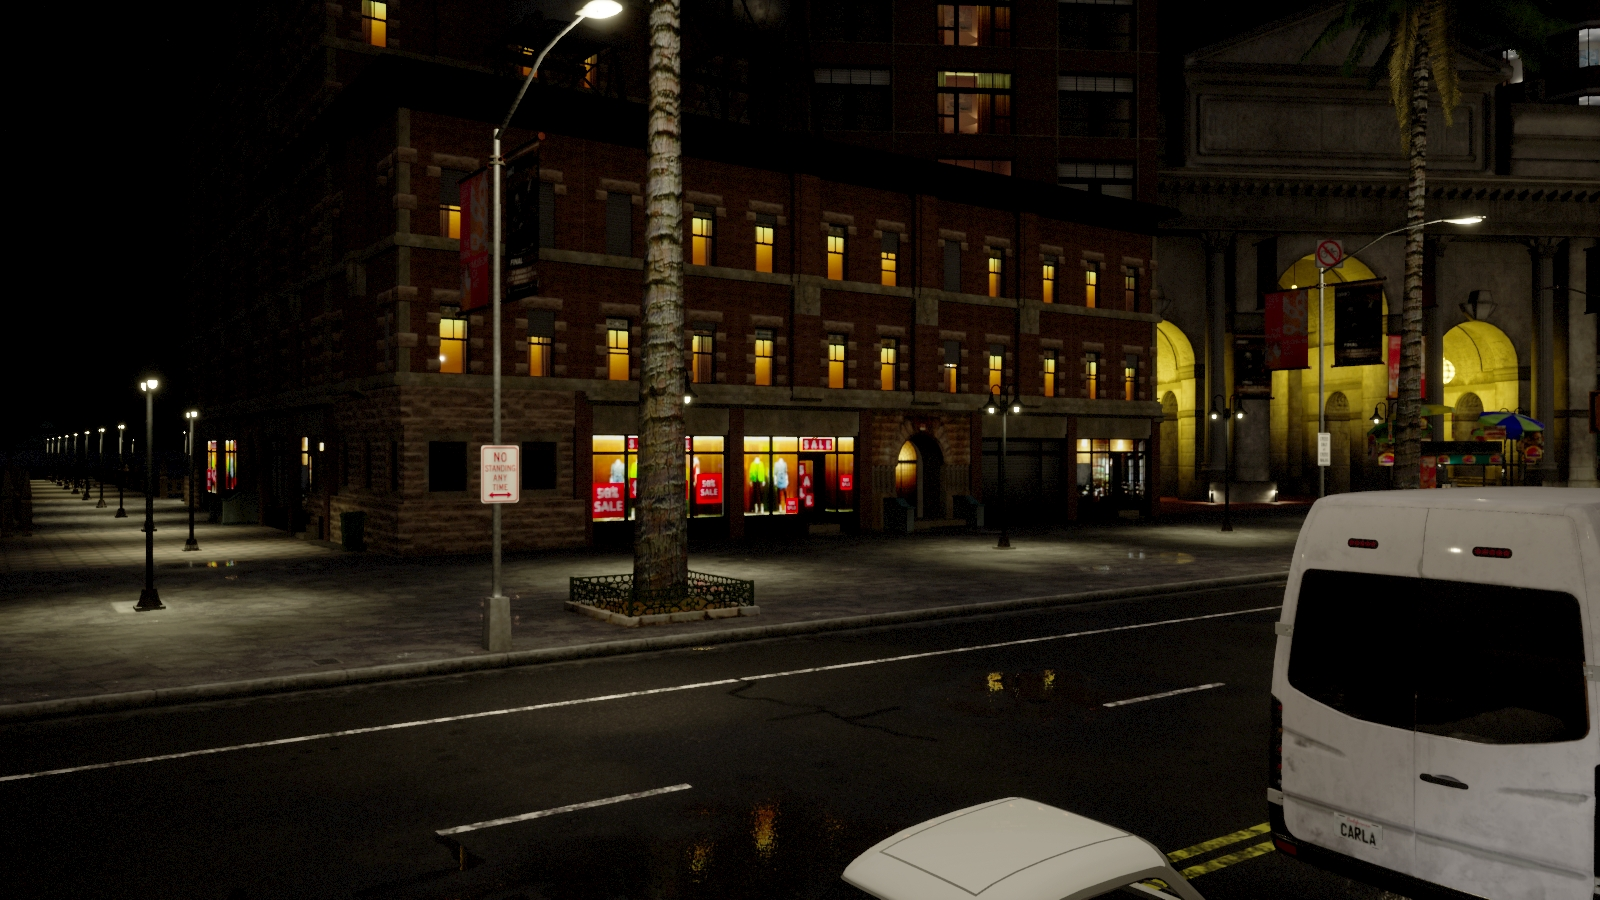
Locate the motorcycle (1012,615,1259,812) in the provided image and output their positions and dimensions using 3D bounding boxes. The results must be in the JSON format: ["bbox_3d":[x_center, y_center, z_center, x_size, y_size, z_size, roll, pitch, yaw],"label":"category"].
[{"bbox_3d":[2.941,2.205,9.921,2.209,1.251,0.867,0,0,-35],"label":"motorcycle"}]

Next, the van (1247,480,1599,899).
[{"bbox_3d":[5.722,1.534,7.821,5.915,2.561,1.988,0,0,-35],"label":"van"}]

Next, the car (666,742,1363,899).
[{"bbox_3d":[0.827,2.120,4.347,2.207,1.376,1.481,0,0,-35],"label":"car"}]
